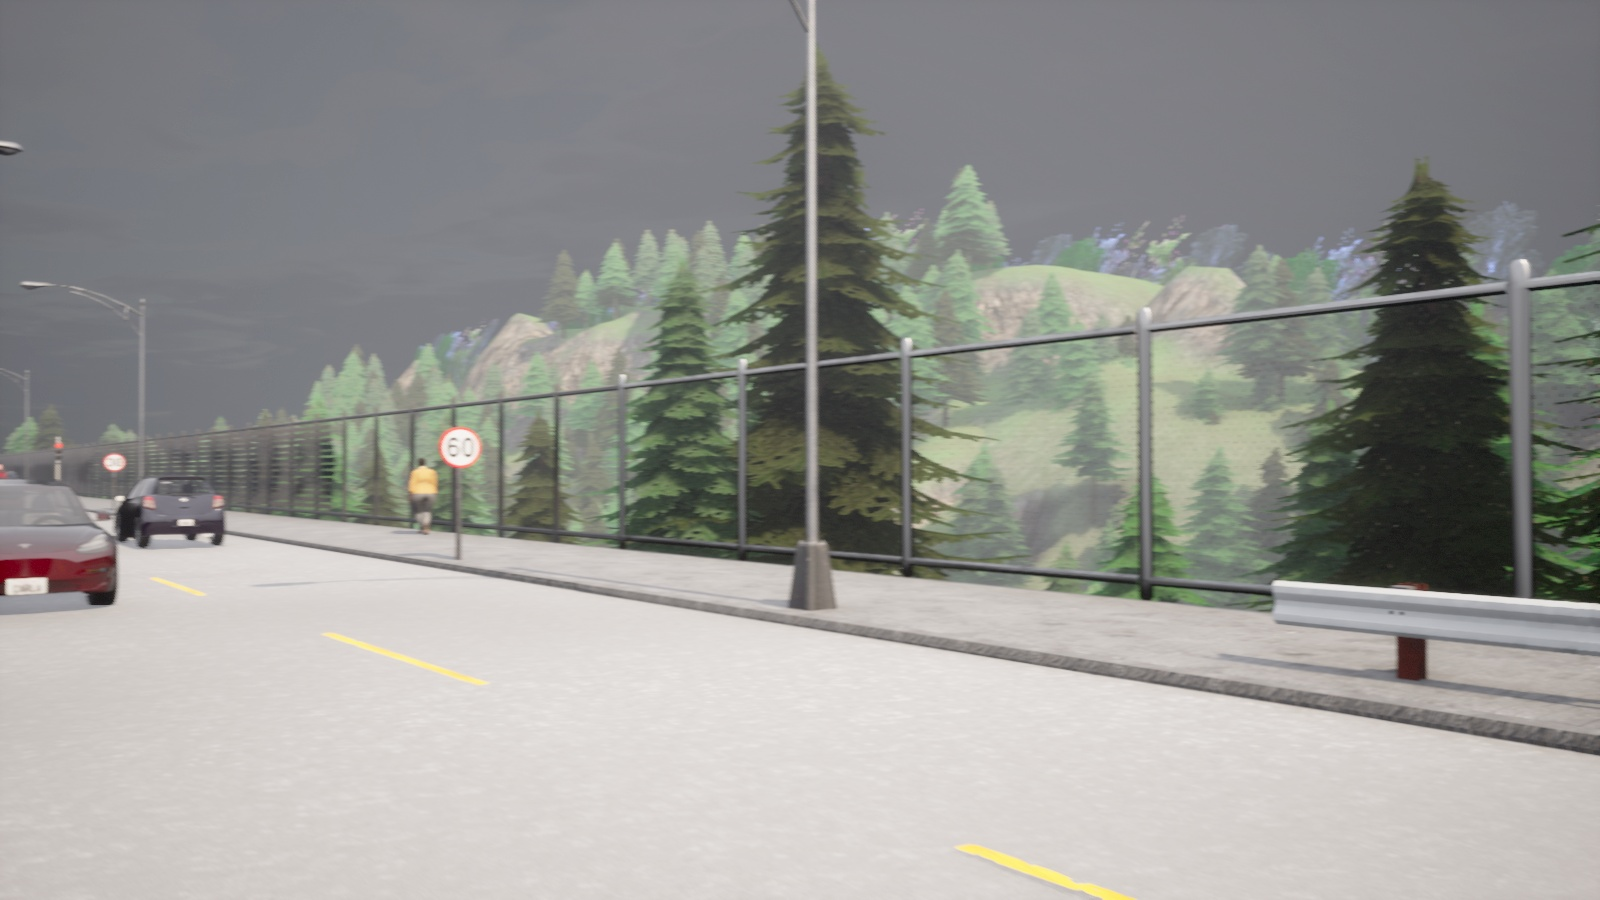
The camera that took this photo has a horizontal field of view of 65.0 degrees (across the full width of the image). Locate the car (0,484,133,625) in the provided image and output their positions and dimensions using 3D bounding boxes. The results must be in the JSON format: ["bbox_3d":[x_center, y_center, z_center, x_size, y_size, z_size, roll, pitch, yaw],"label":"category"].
[{"bbox_3d":[-9.903,1.181,15.518,2.163,1.488,4.792,0,-1,-38],"label":"car"}]

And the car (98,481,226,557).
[{"bbox_3d":[-13.920,1.438,27.322,1.845,1.501,3.633,0,-1,-38],"label":"car"}]

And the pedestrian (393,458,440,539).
[{"bbox_3d":[-8.970,1.120,29.346,0.874,1.855,0.900,0,-1,-29],"label":"pedestrian"}]
